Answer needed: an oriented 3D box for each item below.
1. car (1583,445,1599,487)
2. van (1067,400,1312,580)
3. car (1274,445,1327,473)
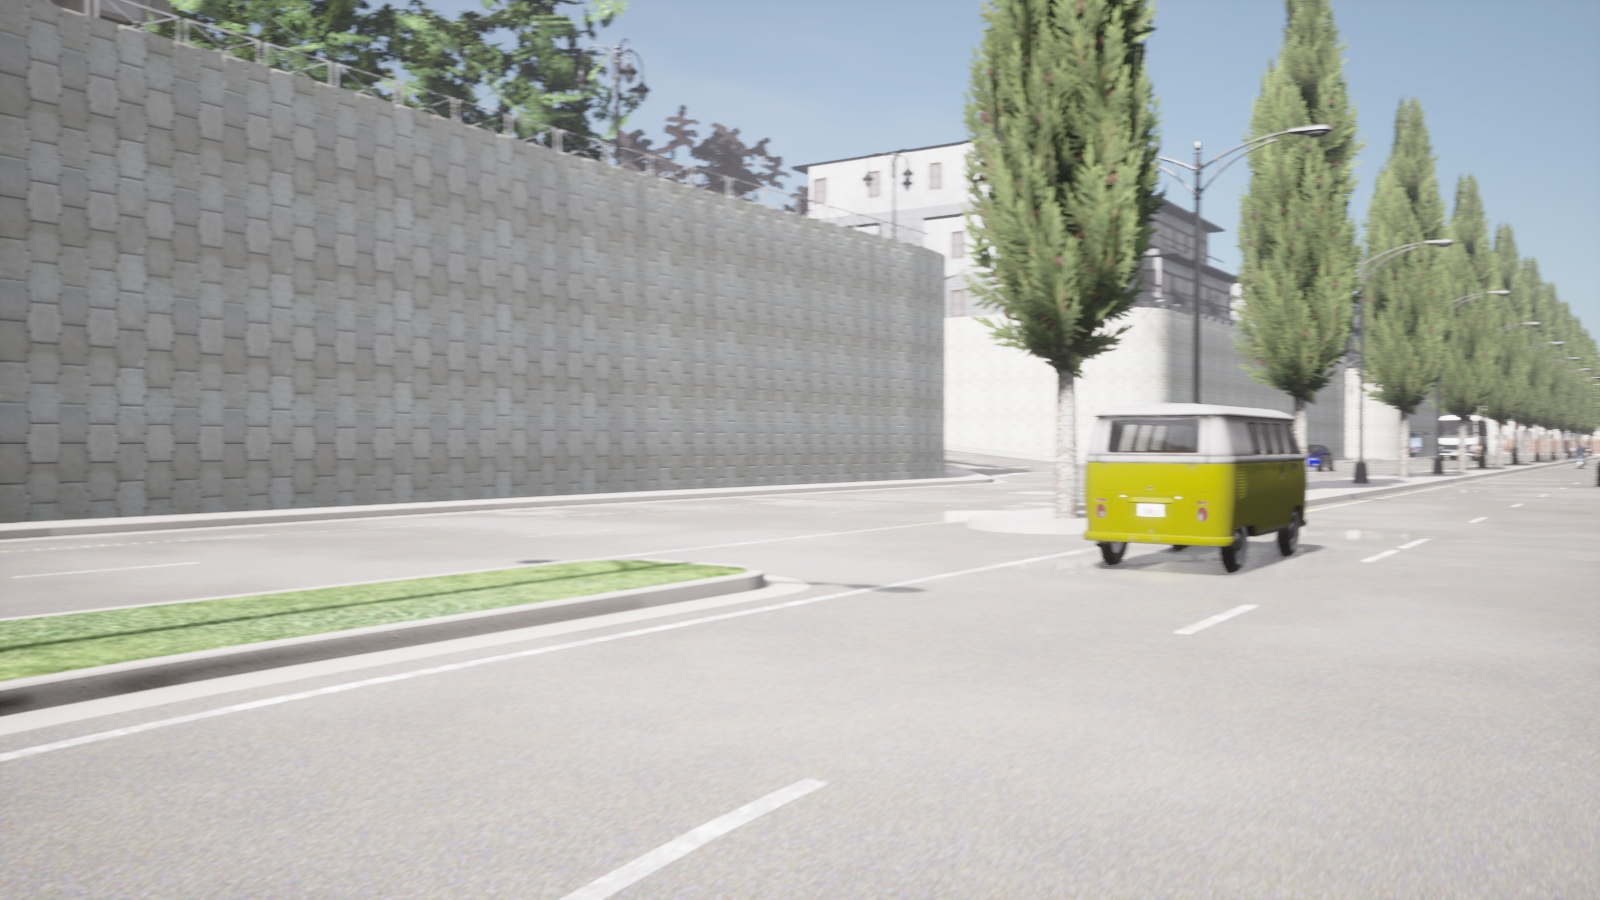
[{"bbox_3d":[29.838,0.578,45.789,1.970,1.475,3.806,0,0,35],"label":"car"},{"bbox_3d":[5.134,0.428,16.145,1.775,1.987,4.442,0,0,34],"label":"van"},{"bbox_3d":[27.410,0.483,68.676,1.816,1.474,4.193,0,0,35],"label":"car"}]
